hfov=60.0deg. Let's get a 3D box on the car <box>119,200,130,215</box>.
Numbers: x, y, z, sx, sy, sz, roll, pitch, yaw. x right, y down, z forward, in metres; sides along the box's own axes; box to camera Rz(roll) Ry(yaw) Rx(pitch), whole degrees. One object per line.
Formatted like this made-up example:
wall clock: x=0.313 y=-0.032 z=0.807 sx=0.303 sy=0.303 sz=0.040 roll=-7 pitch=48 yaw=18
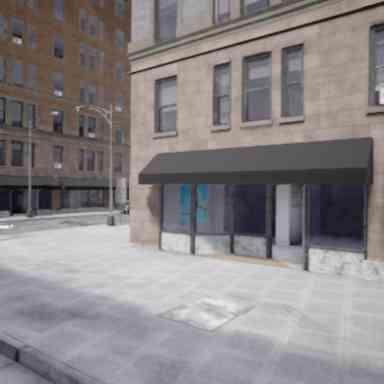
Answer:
car: x=-4.384 y=1.123 z=31.818 sx=2.150 sy=2.045 sz=5.566 roll=1 pitch=1 yaw=35
